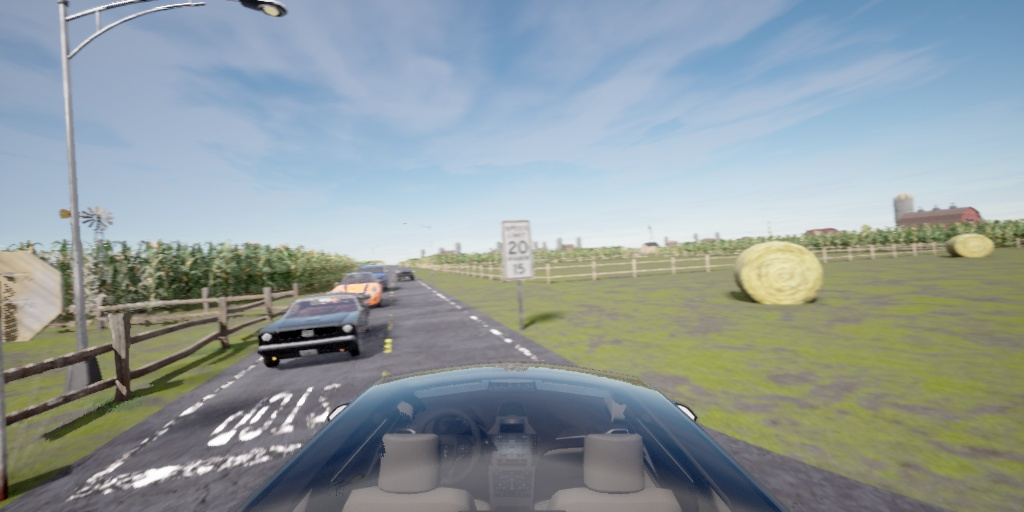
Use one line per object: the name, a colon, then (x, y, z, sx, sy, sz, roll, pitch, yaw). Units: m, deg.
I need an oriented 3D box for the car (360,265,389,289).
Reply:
car: (-10.858, 1.738, 27.829, 2.150, 2.045, 5.566, -3, 0, -16)

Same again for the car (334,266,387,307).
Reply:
car: (-7.691, 1.636, 18.125, 2.097, 1.767, 4.553, -3, 0, -18)

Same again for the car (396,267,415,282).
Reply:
car: (-12.591, 2.182, 42.495, 1.837, 1.490, 4.892, -3, 0, -18)

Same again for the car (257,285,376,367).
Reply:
car: (-4.762, 1.670, 9.250, 1.895, 1.301, 4.718, -3, 0, -18)
